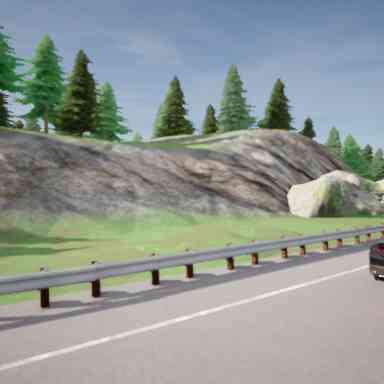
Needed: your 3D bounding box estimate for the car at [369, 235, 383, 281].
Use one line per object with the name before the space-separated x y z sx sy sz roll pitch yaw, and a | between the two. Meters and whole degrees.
car | 6.437 1.513 8.709 4.892 1.490 1.837 0 0 -38
